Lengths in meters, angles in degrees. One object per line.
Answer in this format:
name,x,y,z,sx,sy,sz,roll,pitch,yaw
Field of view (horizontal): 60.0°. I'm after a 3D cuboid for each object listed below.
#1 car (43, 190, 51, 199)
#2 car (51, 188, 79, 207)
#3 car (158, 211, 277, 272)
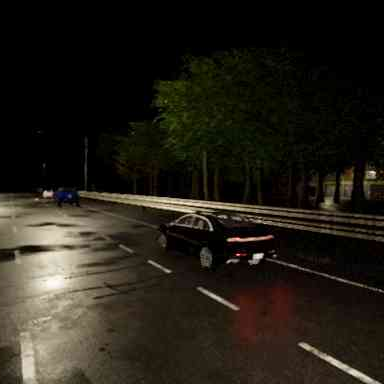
car,-25.024,0.436,58.218,1.812,1.442,4.674,0,1,-24
car,-14.062,0.543,37.181,2.150,2.045,5.566,0,1,-29
car,0.501,1.353,10.462,2.128,1.511,4.902,0,1,-29
